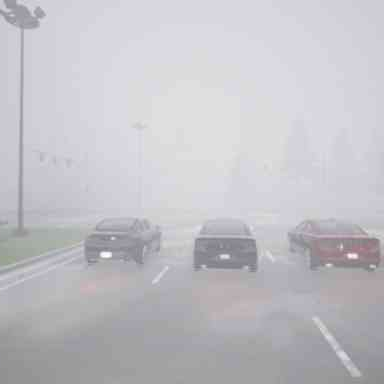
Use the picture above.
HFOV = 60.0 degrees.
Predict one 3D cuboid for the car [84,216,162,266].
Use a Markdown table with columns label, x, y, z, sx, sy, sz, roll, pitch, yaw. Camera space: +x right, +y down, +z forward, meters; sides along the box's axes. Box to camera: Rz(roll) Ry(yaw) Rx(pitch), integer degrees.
| label | x | y | z | sx | sy | sz | roll | pitch | yaw |
| --- | --- | --- | --- | --- | --- | --- | --- | --- | --- |
| car | -2.326 | 1.644 | 12.213 | 1.837 | 1.490 | 4.892 | 0 | -1 | 5 |

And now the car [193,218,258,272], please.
| label | x | y | z | sx | sy | sz | roll | pitch | yaw |
| --- | --- | --- | --- | --- | --- | --- | --- | --- | --- |
| car | 1.138 | 1.623 | 11.466 | 1.882 | 1.535 | 5.008 | 0 | -1 | 6 |

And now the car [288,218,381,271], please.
| label | x | y | z | sx | sy | sz | roll | pitch | yaw |
| --- | --- | --- | --- | --- | --- | --- | --- | --- | --- |
| car | 4.664 | 1.639 | 11.636 | 1.882 | 1.535 | 5.008 | 0 | -1 | 5 |
